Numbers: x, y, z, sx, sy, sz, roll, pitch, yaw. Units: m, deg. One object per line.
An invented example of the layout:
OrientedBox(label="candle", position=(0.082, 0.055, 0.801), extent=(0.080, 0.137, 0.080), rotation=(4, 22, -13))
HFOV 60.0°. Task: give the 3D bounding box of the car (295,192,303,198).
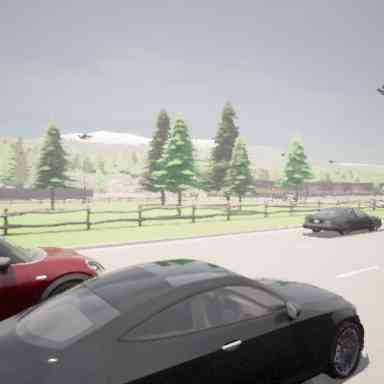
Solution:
OrientedBox(label="car", position=(23.098, 0.911, 77.433), extent=(2.150, 2.045, 5.566), rotation=(0, 0, -35))

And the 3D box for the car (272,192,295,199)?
OrientedBox(label="car", position=(20.218, 1.188, 75.445), extent=(1.837, 1.490, 4.892), rotation=(0, 0, -35))

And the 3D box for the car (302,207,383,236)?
OrientedBox(label="car", position=(8.342, 1.535, 18.298), extent=(5.357, 1.411, 2.033), rotation=(0, 0, -36))

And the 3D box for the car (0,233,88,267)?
OrientedBox(label="car", position=(-3.676, 1.352, 5.424), extent=(4.553, 1.767, 2.097), rotation=(0, 0, -36))

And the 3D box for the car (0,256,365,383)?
OrientedBox(label="car", position=(0.071, 1.524, 3.798), extent=(4.674, 1.442, 1.812), rotation=(0, 0, -36))
